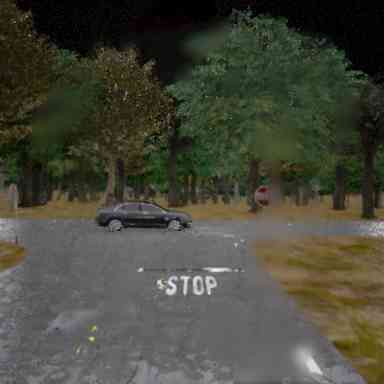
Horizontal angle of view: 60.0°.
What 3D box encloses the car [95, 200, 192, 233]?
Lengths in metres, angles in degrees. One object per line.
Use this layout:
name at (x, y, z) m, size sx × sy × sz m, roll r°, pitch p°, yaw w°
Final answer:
car at (-2.432, 1.220, 17.033) m, size 4.892 × 1.490 × 1.837 m, roll 1°, pitch 2°, yaw -8°
